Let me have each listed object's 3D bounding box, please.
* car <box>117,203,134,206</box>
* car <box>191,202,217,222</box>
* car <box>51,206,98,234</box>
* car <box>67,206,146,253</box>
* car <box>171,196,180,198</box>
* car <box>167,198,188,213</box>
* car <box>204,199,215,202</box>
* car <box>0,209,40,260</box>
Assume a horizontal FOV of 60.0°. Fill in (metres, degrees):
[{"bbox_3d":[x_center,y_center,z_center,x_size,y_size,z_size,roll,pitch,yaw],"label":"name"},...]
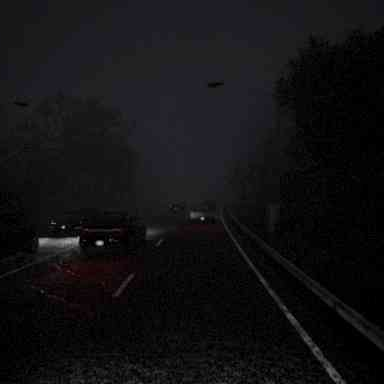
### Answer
[{"bbox_3d":[-6.056,1.718,29.834,1.994,1.385,4.181,0,0,3],"label":"car"},{"bbox_3d":[0.936,1.748,27.488,1.895,1.301,4.718,0,0,3],"label":"car"},{"bbox_3d":[-6.600,1.606,19.790,1.837,1.490,4.892,0,0,3],"label":"car"},{"bbox_3d":[-3.135,1.564,13.952,2.128,1.511,4.902,0,0,1],"label":"car"},{"bbox_3d":[-4.047,1.642,81.790,1.837,1.490,4.892,0,0,8],"label":"car"},{"bbox_3d":[-1.664,1.739,40.267,1.812,1.442,4.674,0,0,5],"label":"car"},{"bbox_3d":[2.553,1.760,48.006,1.837,1.490,4.892,0,-1,6],"label":"car"},{"bbox_3d":[-6.917,1.405,10.810,2.097,1.767,4.553,0,0,2],"label":"car"}]
